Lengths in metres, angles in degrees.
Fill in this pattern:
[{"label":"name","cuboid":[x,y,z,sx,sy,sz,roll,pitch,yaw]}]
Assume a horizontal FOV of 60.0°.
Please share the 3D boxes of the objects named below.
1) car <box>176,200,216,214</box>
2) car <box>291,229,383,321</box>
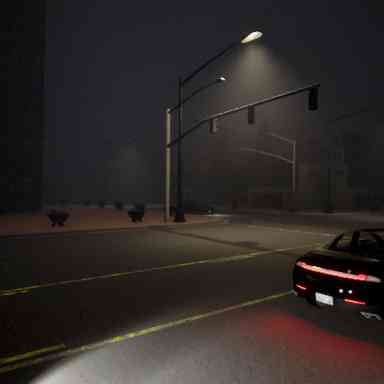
[{"label":"car","cuboid":[0.265,1.623,36.056,2.033,1.411,5.357,1,-1,-35]},{"label":"car","cuboid":[4.098,1.503,6.727,4.902,1.511,2.128,0,0,-35]}]
